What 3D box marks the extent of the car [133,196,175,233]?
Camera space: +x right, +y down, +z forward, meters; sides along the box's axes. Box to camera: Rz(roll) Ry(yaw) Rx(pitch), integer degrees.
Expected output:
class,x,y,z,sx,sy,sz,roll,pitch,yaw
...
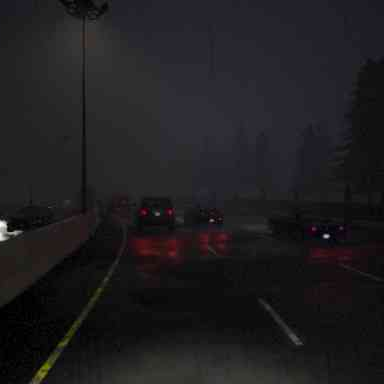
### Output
class,x,y,z,sx,sy,sz,roll,pitch,yaw
car,-2.377,1.276,20.466,2.150,2.045,5.566,0,0,-11

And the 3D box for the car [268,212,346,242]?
class,x,y,z,sx,sy,sz,roll,pitch,yaw
car,5.492,1.632,16.659,1.895,1.301,4.718,0,0,-9

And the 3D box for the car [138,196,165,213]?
class,x,y,z,sx,sy,sz,roll,pitch,yaw
car,-4.962,1.457,39.968,2.097,1.767,4.553,0,0,-22

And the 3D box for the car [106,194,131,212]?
class,x,y,z,sx,sy,sz,roll,pitch,yaw
car,-8.985,1.327,40.584,2.150,2.045,5.566,0,-1,-24

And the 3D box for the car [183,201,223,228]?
class,x,y,z,sx,sy,sz,roll,pitch,yaw
car,0.661,1.545,22.718,2.128,1.511,4.902,0,0,-13

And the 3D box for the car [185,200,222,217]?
class,x,y,z,sx,sy,sz,roll,pitch,yaw
car,1.074,1.627,34.201,2.033,1.411,5.357,0,0,-19
